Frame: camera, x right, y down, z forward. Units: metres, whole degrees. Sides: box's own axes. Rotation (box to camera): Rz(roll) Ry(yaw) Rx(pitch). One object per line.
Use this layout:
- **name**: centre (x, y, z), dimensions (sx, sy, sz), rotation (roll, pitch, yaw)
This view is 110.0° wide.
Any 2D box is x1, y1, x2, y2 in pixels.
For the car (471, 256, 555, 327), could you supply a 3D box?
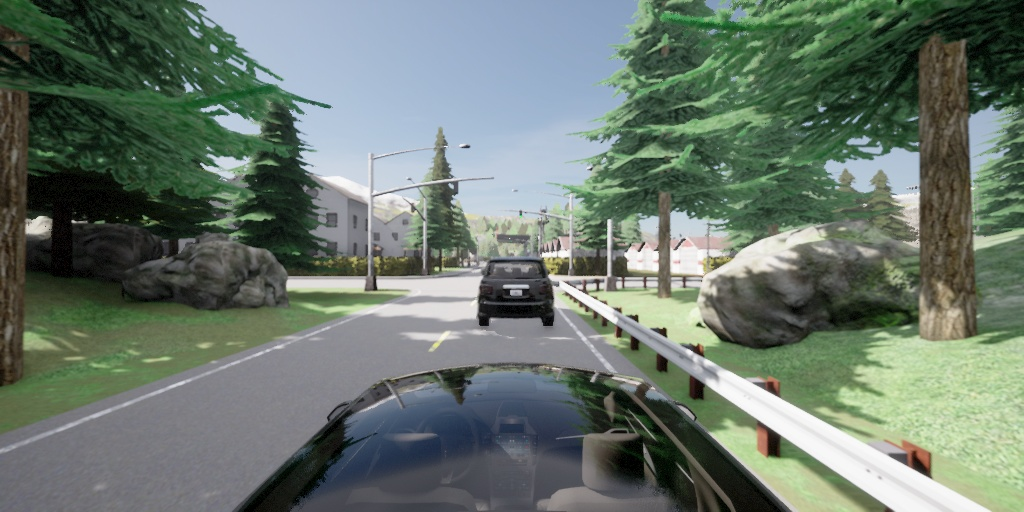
- **car**: centre (0.118, 1.029, 11.855), dimensions (2.150, 2.045, 5.566), rotation (0, 0, 0)
